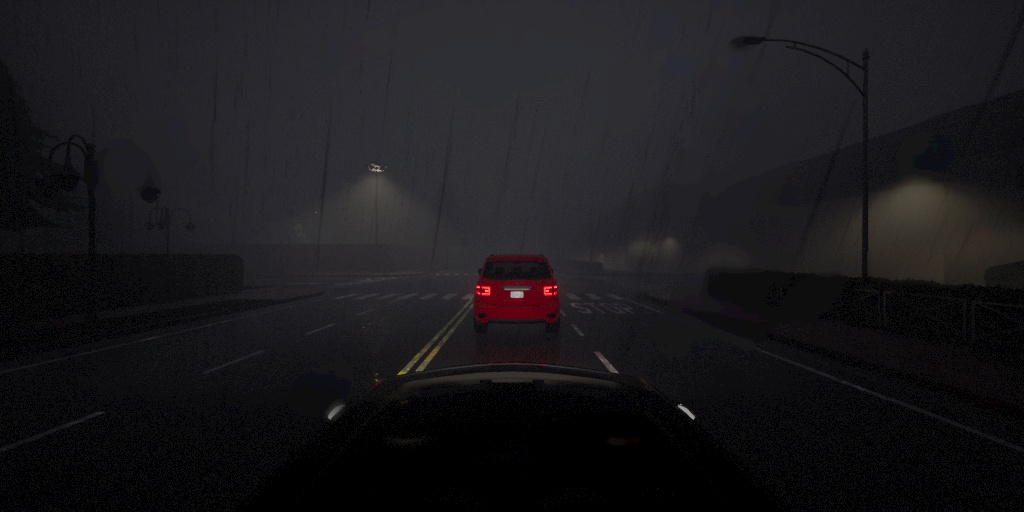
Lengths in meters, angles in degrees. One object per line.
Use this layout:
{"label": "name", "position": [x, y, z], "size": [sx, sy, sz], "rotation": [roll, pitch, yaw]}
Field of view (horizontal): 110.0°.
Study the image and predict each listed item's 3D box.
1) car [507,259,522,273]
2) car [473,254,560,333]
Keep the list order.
{"label": "car", "position": [0.348, 1.228, 45.556], "size": [1.882, 1.535, 5.008], "rotation": [0, 0, 1]}
{"label": "car", "position": [0.120, 0.971, 10.841], "size": [2.150, 2.045, 5.566], "rotation": [0, 0, 0]}
